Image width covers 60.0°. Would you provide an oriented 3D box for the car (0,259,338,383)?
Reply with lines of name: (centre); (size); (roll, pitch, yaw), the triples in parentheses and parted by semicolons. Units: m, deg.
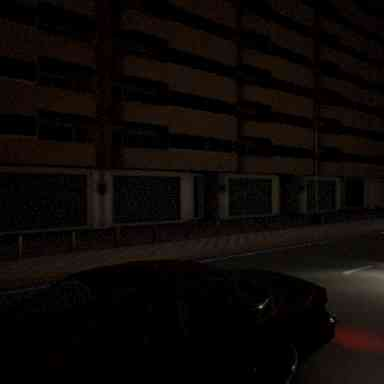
car: (-0.623, 1.537, 3.545); (5.357, 1.411, 2.033); (-1, 0, -36)
